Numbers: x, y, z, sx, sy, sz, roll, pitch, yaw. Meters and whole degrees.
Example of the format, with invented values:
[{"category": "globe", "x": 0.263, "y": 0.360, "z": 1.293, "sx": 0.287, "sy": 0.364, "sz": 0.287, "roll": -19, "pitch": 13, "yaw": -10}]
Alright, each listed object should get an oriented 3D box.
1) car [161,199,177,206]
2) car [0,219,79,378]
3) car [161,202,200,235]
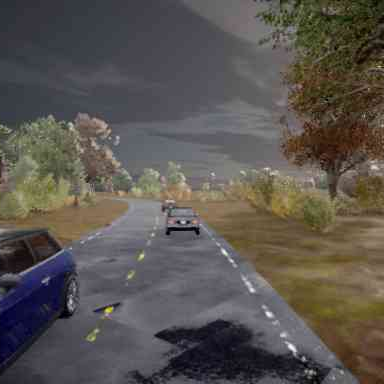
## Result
[{"category": "car", "x": -2.711, "y": 1.538, "z": 39.971, "sx": 1.812, "sy": 1.442, "sz": 4.674, "roll": 0, "pitch": 0, "yaw": -8}, {"category": "car", "x": -3.132, "y": 1.357, "z": 4.337, "sx": 2.097, "sy": 1.767, "sz": 4.553, "roll": 0, "pitch": 0, "yaw": -1}, {"category": "car", "x": -0.586, "y": 1.552, "z": 18.961, "sx": 2.033, "sy": 1.411, "sz": 5.357, "roll": 0, "pitch": 0, "yaw": -4}]
